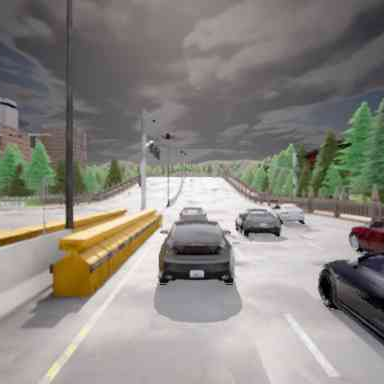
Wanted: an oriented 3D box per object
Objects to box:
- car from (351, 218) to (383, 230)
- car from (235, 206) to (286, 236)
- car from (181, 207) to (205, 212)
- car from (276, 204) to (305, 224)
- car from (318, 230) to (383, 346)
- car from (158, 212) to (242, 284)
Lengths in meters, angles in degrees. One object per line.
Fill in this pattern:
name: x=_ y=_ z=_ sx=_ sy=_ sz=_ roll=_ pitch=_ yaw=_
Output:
car: x=7.112 y=1.520 z=11.063 sx=1.882 sy=1.535 sz=5.008 roll=0 pitch=0 yaw=0
car: x=3.622 y=1.634 z=18.796 sx=1.994 sy=1.385 sz=4.181 roll=0 pitch=0 yaw=0
car: x=0.048 y=1.625 z=20.730 sx=2.033 sy=1.411 sz=5.357 roll=0 pitch=0 yaw=-1
car: x=7.129 y=1.620 z=25.318 sx=1.812 sy=1.442 sz=4.674 roll=0 pitch=0 yaw=0
car: x=3.598 y=1.585 z=5.274 sx=1.994 sy=1.385 sz=4.181 roll=0 pitch=0 yaw=1
car: x=0.110 y=1.541 z=9.645 sx=1.837 sy=1.490 sz=4.892 roll=0 pitch=0 yaw=0
